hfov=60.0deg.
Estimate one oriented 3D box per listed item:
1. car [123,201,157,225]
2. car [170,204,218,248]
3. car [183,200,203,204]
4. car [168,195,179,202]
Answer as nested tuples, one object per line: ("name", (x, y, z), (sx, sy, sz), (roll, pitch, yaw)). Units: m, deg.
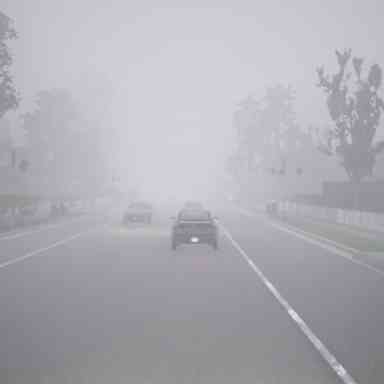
("car", (-3.589, 1.418, 23.519), (1.882, 1.535, 5.008), (0, 0, 0))
("car", (0.106, 1.482, 14.549), (1.837, 1.490, 4.892), (0, 0, 0))
("car", (0.112, 1.465, 31.321), (1.994, 1.385, 4.181), (0, 0, 0))
("car", (-3.521, 1.250, 65.598), (1.812, 1.442, 4.674), (0, 0, 0))
